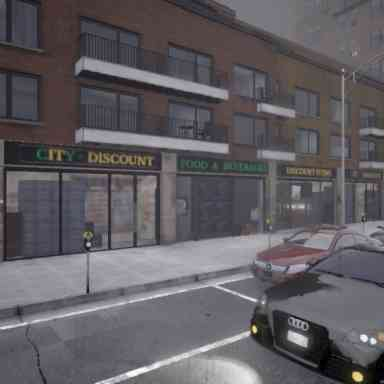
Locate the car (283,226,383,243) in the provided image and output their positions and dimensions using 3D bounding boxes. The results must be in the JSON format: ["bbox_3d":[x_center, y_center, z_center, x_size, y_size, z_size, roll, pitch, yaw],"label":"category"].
[{"bbox_3d":[3.394,1.582,8.598,4.206,1.307,1.802,0,0,-35],"label":"car"}]

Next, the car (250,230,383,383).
[{"bbox_3d":[2.878,1.564,5.117,4.181,1.385,1.994,0,0,-35],"label":"car"}]
